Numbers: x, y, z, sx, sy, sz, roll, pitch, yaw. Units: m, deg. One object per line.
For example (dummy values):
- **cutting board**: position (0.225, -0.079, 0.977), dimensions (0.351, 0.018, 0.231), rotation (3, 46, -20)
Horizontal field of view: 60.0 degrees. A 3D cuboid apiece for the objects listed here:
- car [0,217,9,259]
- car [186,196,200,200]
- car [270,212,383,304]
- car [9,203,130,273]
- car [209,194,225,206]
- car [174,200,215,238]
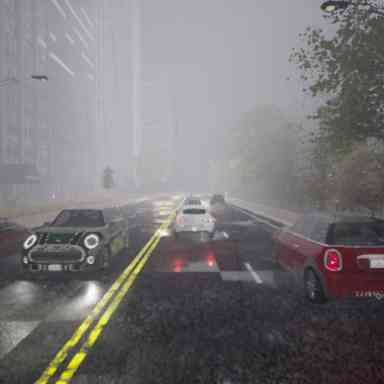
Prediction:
- **car**: position (-6.595, 1.453, 10.119), dimensions (1.994, 1.385, 4.181), rotation (0, 1, 0)
- **car**: position (0.111, 1.158, 40.827), dimensions (1.895, 1.301, 4.718), rotation (0, 1, 0)
- **car**: position (3.345, 1.264, 8.054), dimensions (2.097, 1.767, 4.553), rotation (0, 1, 1)
- **car**: position (-3.345, 1.238, 10.380), dimensions (2.097, 1.767, 4.553), rotation (0, 1, 0)
- **car**: position (3.362, 1.016, 44.817), dimensions (1.837, 1.490, 4.892), rotation (0, 0, 0)
- **car**: position (0.104, 1.346, 16.498), dimensions (1.812, 1.442, 4.674), rotation (0, 0, 0)
